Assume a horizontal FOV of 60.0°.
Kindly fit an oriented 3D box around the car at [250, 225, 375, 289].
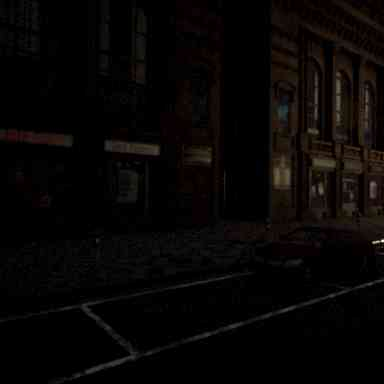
[{"bbox_3d":[3.480,1.612,9.239,4.206,1.307,1.802,0,1,-36],"label":"car"}]
